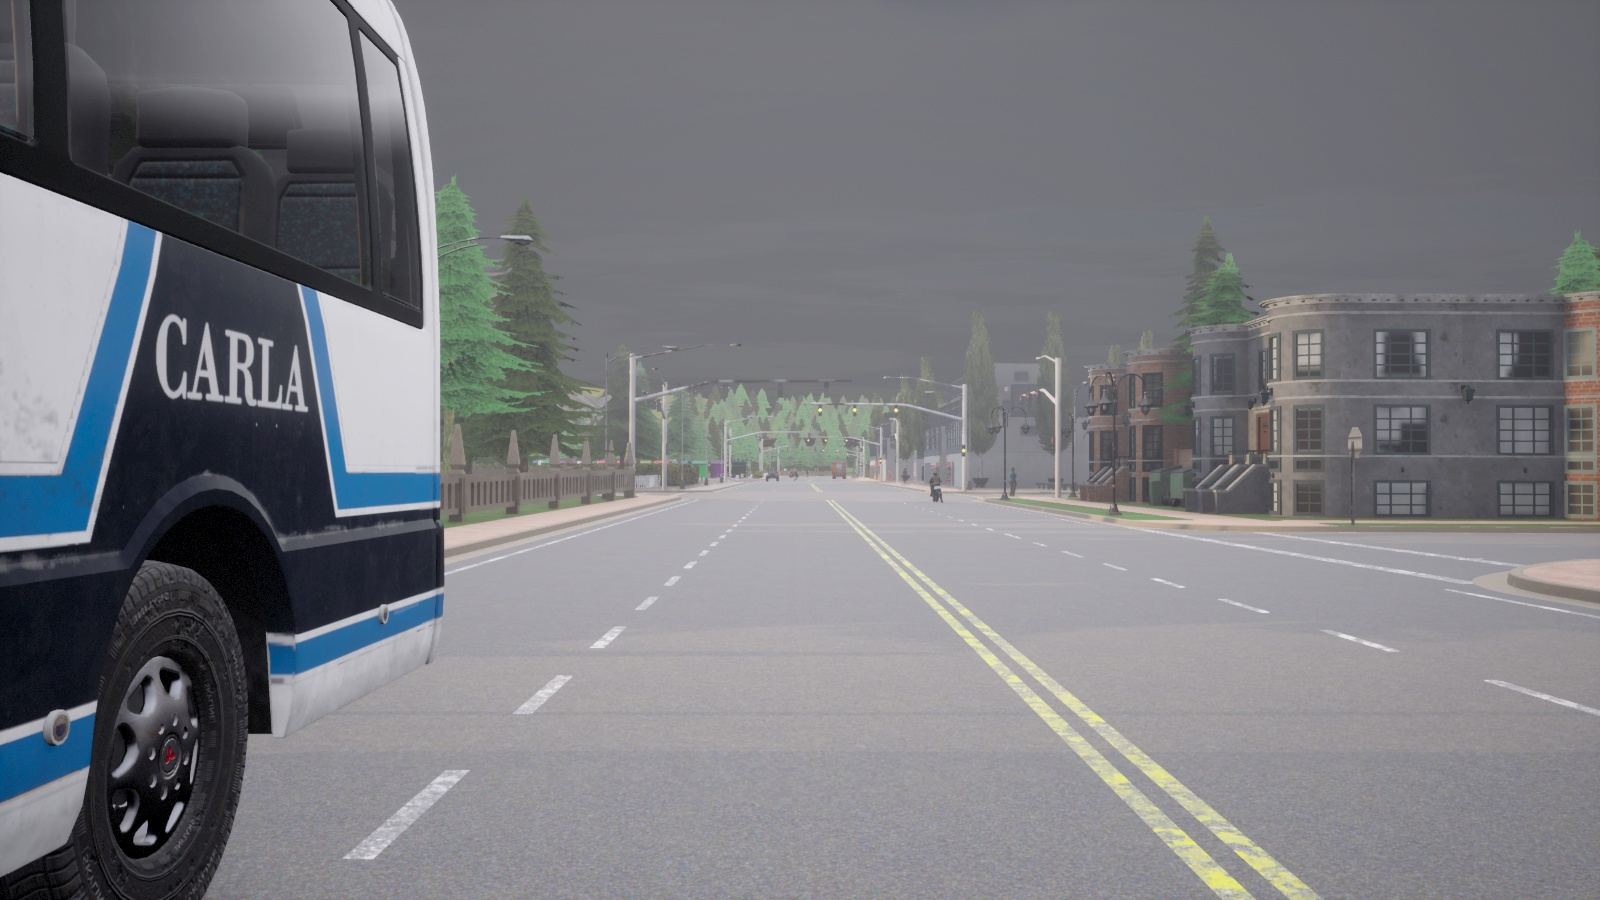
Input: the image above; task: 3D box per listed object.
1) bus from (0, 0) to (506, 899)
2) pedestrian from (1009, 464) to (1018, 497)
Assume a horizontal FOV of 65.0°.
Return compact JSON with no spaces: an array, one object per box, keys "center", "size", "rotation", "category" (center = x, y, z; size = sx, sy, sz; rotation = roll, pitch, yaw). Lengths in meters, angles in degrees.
[{"center":[-3.508,-0.523,1.472],"size":[3.944,4.253,10.273],"rotation":[0,-1,0],"category":"bus"},{"center":[12.654,1.799,74.442],"size":[0.396,1.930,0.692],"rotation":[0,-1,-2],"category":"pedestrian"}]
